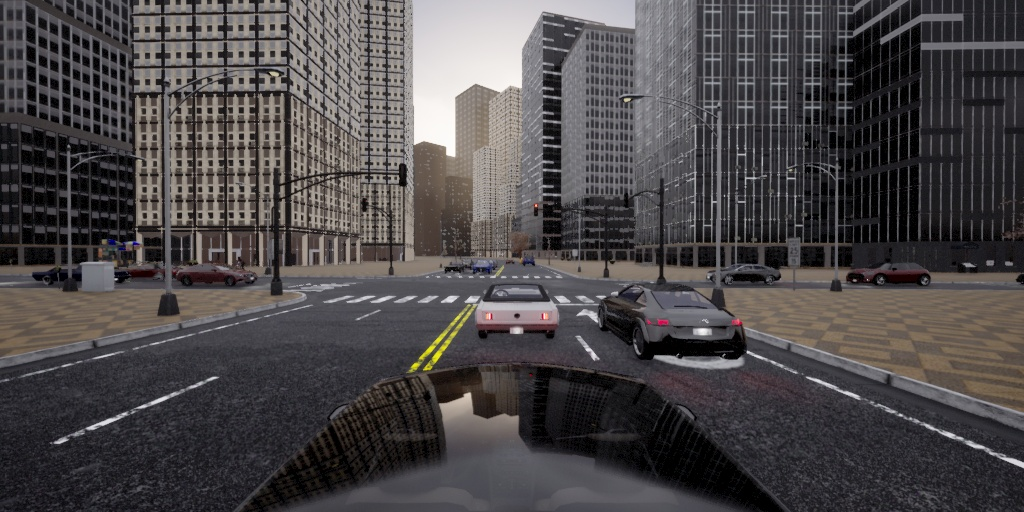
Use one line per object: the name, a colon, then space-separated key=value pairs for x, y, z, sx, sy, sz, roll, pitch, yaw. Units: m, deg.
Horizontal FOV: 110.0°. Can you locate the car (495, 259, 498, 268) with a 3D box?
car: x=-3.282 y=1.229 z=50.032 sx=1.812 sy=1.442 sz=4.674 roll=0 pitch=0 yaw=0

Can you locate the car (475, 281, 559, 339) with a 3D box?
car: x=0.110 y=1.348 z=10.078 sx=1.895 sy=1.301 sz=4.718 roll=0 pitch=0 yaw=0

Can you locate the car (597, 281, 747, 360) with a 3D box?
car: x=3.364 y=1.312 z=8.361 sx=1.994 sy=1.385 sz=4.181 roll=0 pitch=0 yaw=0

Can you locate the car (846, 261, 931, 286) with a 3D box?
car: x=27.127 y=1.209 z=25.977 sx=4.553 sy=1.767 sz=2.097 roll=0 pitch=0 yaw=1

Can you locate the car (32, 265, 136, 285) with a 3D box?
car: x=-28.565 y=1.226 z=23.924 sx=4.718 sy=1.301 sz=1.895 roll=0 pitch=0 yaw=1

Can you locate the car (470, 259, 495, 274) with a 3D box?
car: x=-3.296 y=1.198 z=40.688 sx=1.882 sy=1.535 sz=5.008 roll=0 pitch=0 yaw=0

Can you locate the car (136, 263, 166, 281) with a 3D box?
car: x=-27.109 y=1.206 z=27.085 sx=4.718 sy=1.301 sz=1.895 roll=0 pitch=0 yaw=1

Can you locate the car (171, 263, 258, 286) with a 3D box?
car: x=-19.456 y=1.194 z=23.683 sx=4.674 sy=1.442 sz=1.812 roll=0 pitch=0 yaw=1

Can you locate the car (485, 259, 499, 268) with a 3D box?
car: x=-3.271 y=1.229 z=60.410 sx=2.033 sy=1.411 sz=5.357 roll=0 pitch=0 yaw=0

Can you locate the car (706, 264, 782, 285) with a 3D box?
car: x=16.849 y=1.301 z=26.211 sx=4.902 sy=1.511 sz=2.128 roll=0 pitch=0 yaw=1

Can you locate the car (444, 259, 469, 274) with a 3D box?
car: x=-6.547 y=1.320 z=41.361 sx=1.895 sy=1.301 sz=4.718 roll=0 pitch=0 yaw=0

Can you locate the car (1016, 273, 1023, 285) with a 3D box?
car: x=39.490 y=1.414 z=25.688 sx=4.892 sy=1.490 sz=1.837 roll=-1 pitch=0 yaw=1

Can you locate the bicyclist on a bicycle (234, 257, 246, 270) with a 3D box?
bicyclist on a bicycle: x=-24.665 y=0.871 z=32.554 sx=0.582 sy=1.620 sz=1.656 roll=0 pitch=1 yaw=1
